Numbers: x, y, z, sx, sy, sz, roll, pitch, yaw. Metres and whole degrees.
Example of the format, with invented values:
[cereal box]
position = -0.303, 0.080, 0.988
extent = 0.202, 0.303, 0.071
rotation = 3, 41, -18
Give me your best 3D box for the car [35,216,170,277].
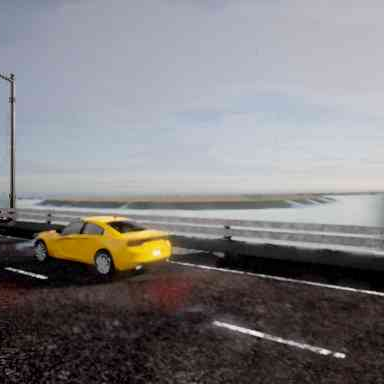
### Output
[car]
position = -2.967, 1.508, 10.433
extent = 5.008, 1.535, 1.882
rotation = 0, 0, 36
